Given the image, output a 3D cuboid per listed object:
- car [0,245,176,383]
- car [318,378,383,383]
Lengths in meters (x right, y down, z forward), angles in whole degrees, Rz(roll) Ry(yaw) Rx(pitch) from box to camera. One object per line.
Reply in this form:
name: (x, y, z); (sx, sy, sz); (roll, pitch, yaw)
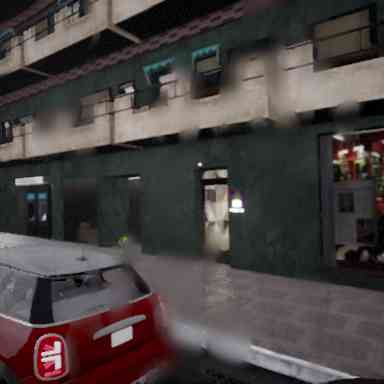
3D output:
car: (-2.260, 1.419, 4.366); (4.097, 1.590, 1.967); (0, -2, 36)
car: (2.350, 1.558, 1.075); (4.403, 1.369, 2.008); (0, -2, 36)
